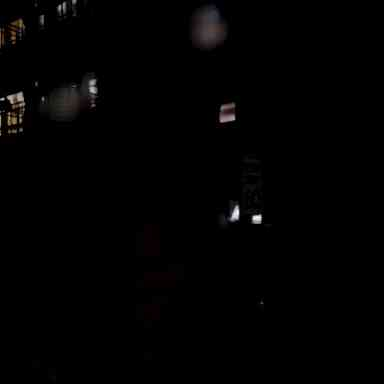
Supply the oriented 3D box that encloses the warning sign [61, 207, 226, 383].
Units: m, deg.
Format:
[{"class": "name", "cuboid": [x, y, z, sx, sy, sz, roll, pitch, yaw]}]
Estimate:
[{"class": "warning sign", "cuboid": [-0.440, 1.119, 3.401, 1.060, 1.860, 1.300, 0, 0, 36]}]
